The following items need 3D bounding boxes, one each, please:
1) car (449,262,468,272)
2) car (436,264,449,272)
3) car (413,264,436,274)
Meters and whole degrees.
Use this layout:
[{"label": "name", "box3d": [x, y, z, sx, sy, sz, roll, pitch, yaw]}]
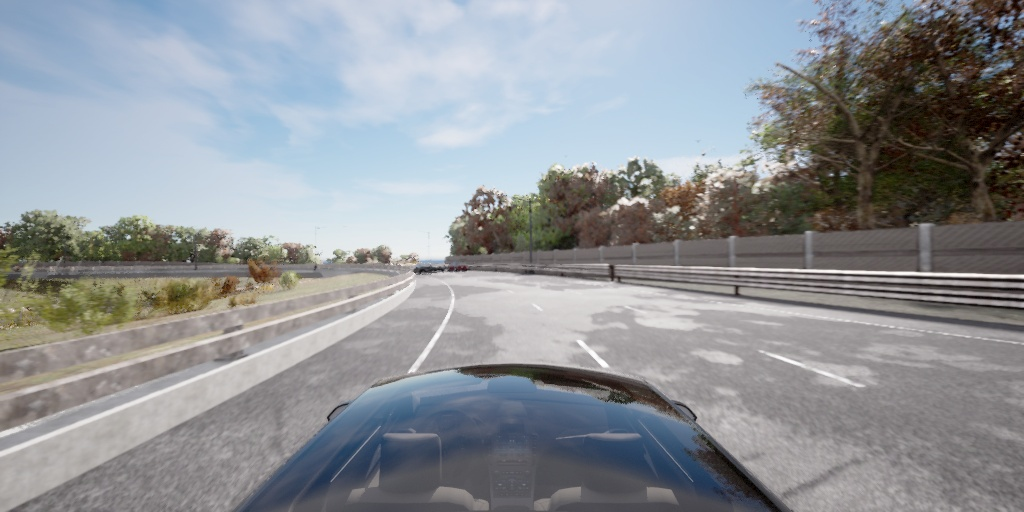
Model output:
[{"label": "car", "box3d": [-9.261, 1.764, 60.546, 2.097, 1.767, 4.553, 0, -1, -31]}, {"label": "car", "box3d": [-12.820, 2.052, 59.623, 1.895, 1.301, 4.718, 0, -1, -34]}, {"label": "car", "box3d": [-13.416, 1.883, 53.775, 1.882, 1.535, 5.008, 0, -1, -29]}]
